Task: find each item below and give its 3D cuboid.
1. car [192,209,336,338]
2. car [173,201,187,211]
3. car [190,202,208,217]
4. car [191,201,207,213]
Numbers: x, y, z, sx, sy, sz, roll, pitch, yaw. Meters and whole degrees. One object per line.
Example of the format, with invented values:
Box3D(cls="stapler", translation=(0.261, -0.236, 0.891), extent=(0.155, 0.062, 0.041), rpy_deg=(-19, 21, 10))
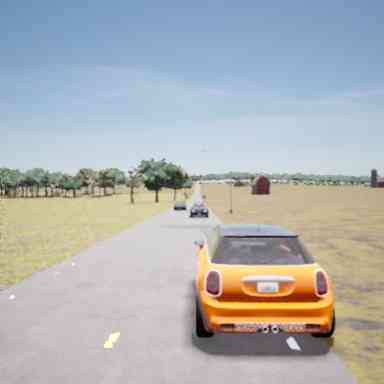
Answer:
Box3D(cls="car", translation=(1.129, 1.401, 6.887), extent=(2.097, 1.767, 4.553), rpy_deg=(0, 0, 1))
Box3D(cls="car", translation=(-1.759, 2.095, 49.920), extent=(2.033, 1.411, 5.357), rpy_deg=(0, -1, 1))
Box3D(cls="car", translation=(0.774, 1.939, 34.803), extent=(1.895, 1.301, 4.718), rpy_deg=(0, -1, 1))
Box3D(cls="car", translation=(0.908, 2.018, 44.786), extent=(2.033, 1.411, 5.357), rpy_deg=(0, -1, 2))
